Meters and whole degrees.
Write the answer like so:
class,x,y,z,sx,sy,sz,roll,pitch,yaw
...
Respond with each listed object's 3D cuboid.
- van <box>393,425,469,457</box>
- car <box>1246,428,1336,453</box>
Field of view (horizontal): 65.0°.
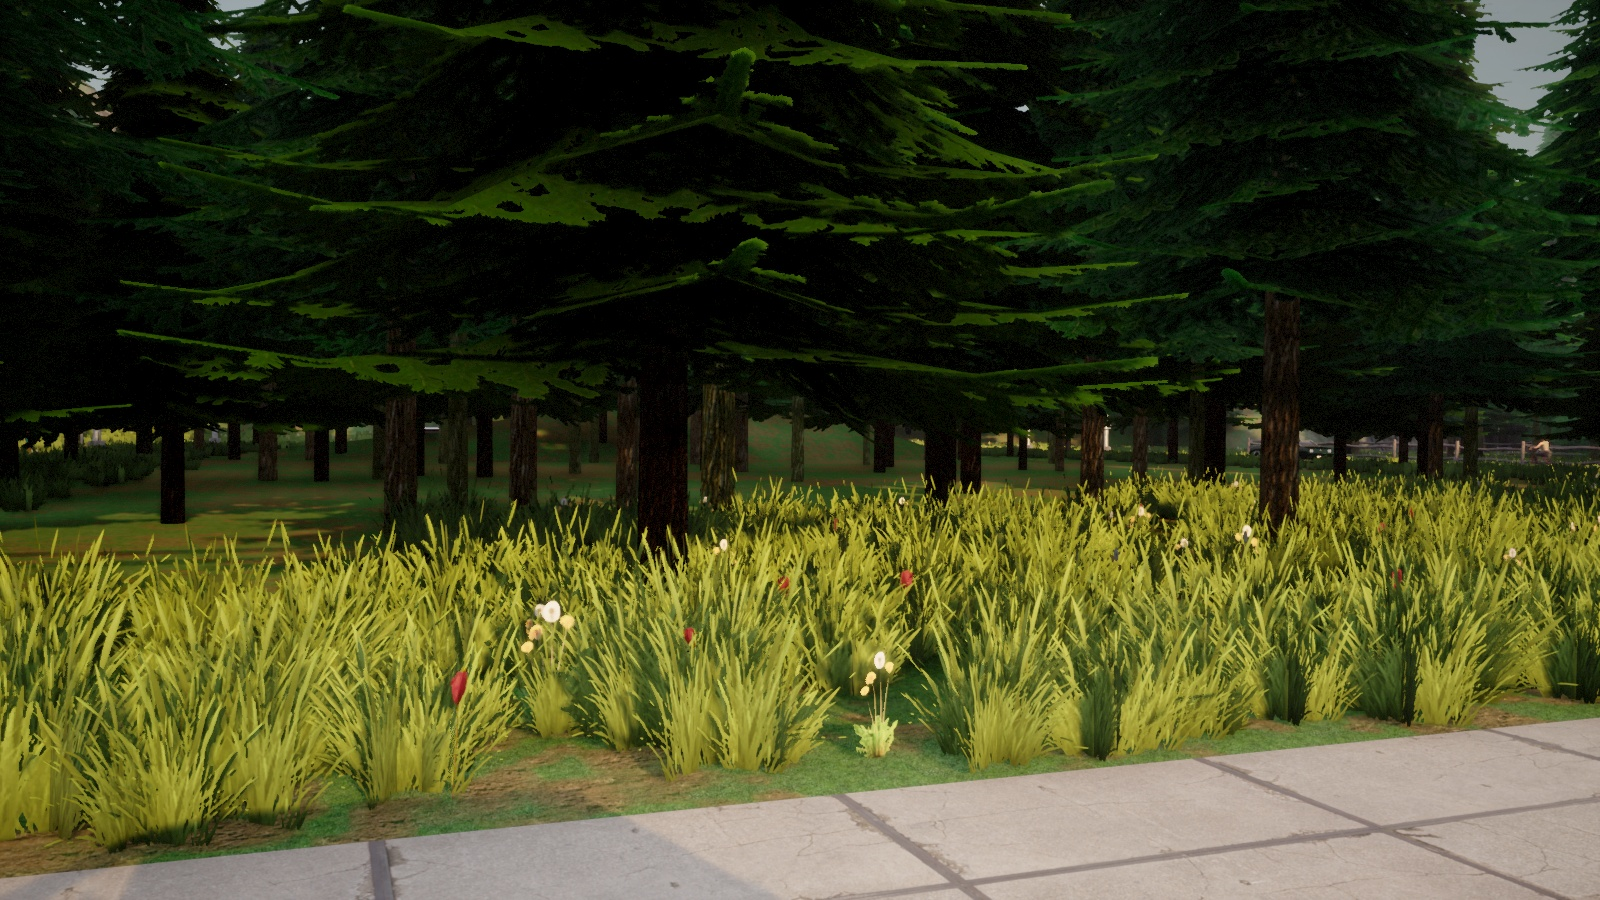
class,x,y,z,sx,sy,sz,roll,pitch,yaw
van,-24.598,-0.602,83.715,4.480,2.038,2.069,-1,1,-26
car,26.716,-0.531,68.480,1.895,1.301,4.718,-1,1,-20
